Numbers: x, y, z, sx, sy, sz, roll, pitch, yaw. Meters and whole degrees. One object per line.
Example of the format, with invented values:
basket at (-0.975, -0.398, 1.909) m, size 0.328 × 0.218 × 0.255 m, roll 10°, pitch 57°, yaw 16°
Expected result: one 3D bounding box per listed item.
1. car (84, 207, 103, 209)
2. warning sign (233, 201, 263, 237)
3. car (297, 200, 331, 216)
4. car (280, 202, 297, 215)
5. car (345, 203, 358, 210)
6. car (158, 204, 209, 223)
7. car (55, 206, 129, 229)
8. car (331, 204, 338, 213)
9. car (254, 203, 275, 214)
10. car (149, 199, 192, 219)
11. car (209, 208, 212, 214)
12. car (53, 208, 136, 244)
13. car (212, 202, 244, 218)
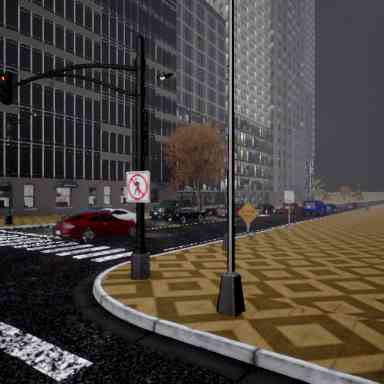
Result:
car at (-5.619, 1.827, 22.462) m, size 1.812 × 1.442 × 4.674 m, roll 0°, pitch -1°, yaw 33°
warning sign at (3.145, 1.454, 18.548) m, size 1.300 × 1.860 × 1.060 m, roll 1°, pitch 1°, yaw 33°
car at (16.198, 2.066, 43.973) m, size 2.150 × 2.045 × 5.566 m, roll 0°, pitch -1°, yaw 35°
car at (13.878, 2.206, 46.341) m, size 2.097 × 1.767 × 4.553 m, roll 0°, pitch -1°, yaw 33°
car at (31.545, 2.838, 65.693) m, size 1.812 × 1.442 × 4.674 m, roll 0°, pitch -1°, yaw 33°
car at (-0.664, 2.066, 30.099) m, size 1.895 × 1.301 × 4.718 m, roll 0°, pitch -1°, yaw 33°
car at (-7.495, 1.873, 25.514) m, size 2.033 × 1.411 × 5.357 m, roll 0°, pitch -1°, yaw 33°
car at (21.953, 2.558, 52.942) m, size 1.812 × 1.442 × 4.674 m, roll 0°, pitch -1°, yaw 33°
car at (10.160, 2.325, 46.779) m, size 1.837 × 1.490 × 4.892 m, roll 0°, pitch -1°, yaw 33°
car at (-1.964, 1.730, 34.071) m, size 2.150 × 2.045 × 5.566 m, roll 0°, pitch -1°, yaw 33°
car at (3.488, 2.289, 42.494) m, size 1.895 × 1.301 × 4.718 m, roll 0°, pitch -1°, yaw 33°
car at (-4.848, 1.761, 17.325) m, size 1.812 × 1.442 × 4.674 m, roll 1°, pitch -1°, yaw 37°
car at (4.654, 1.992, 38.315) m, size 2.097 × 1.767 × 4.553 m, roll 0°, pitch -1°, yaw 33°
